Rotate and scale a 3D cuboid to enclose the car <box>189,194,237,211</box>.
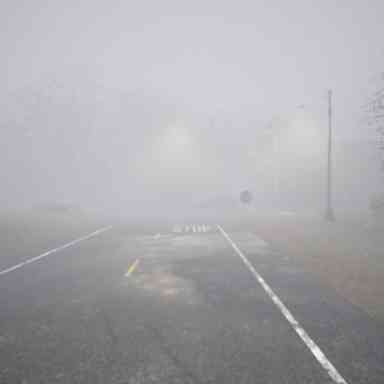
[{"bbox_3d":[2.470,1.282,39.029,5.566,2.045,2.150,0,0,0],"label":"car"}]

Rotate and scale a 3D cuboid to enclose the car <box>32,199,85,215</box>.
[{"bbox_3d":[-12.835,1.390,32.113,4.902,1.511,2.128,0,0,1],"label":"car"}]
